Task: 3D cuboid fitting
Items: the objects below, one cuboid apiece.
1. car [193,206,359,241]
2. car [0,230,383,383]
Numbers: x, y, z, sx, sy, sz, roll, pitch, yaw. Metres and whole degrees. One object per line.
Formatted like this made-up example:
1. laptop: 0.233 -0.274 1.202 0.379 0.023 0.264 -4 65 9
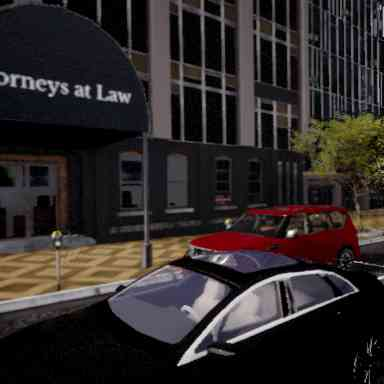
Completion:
1. car: 2.180 1.293 8.267 5.009 1.841 2.192 0 -1 -36
2. car: 0.297 1.485 3.592 4.902 1.511 2.128 0 0 -36
